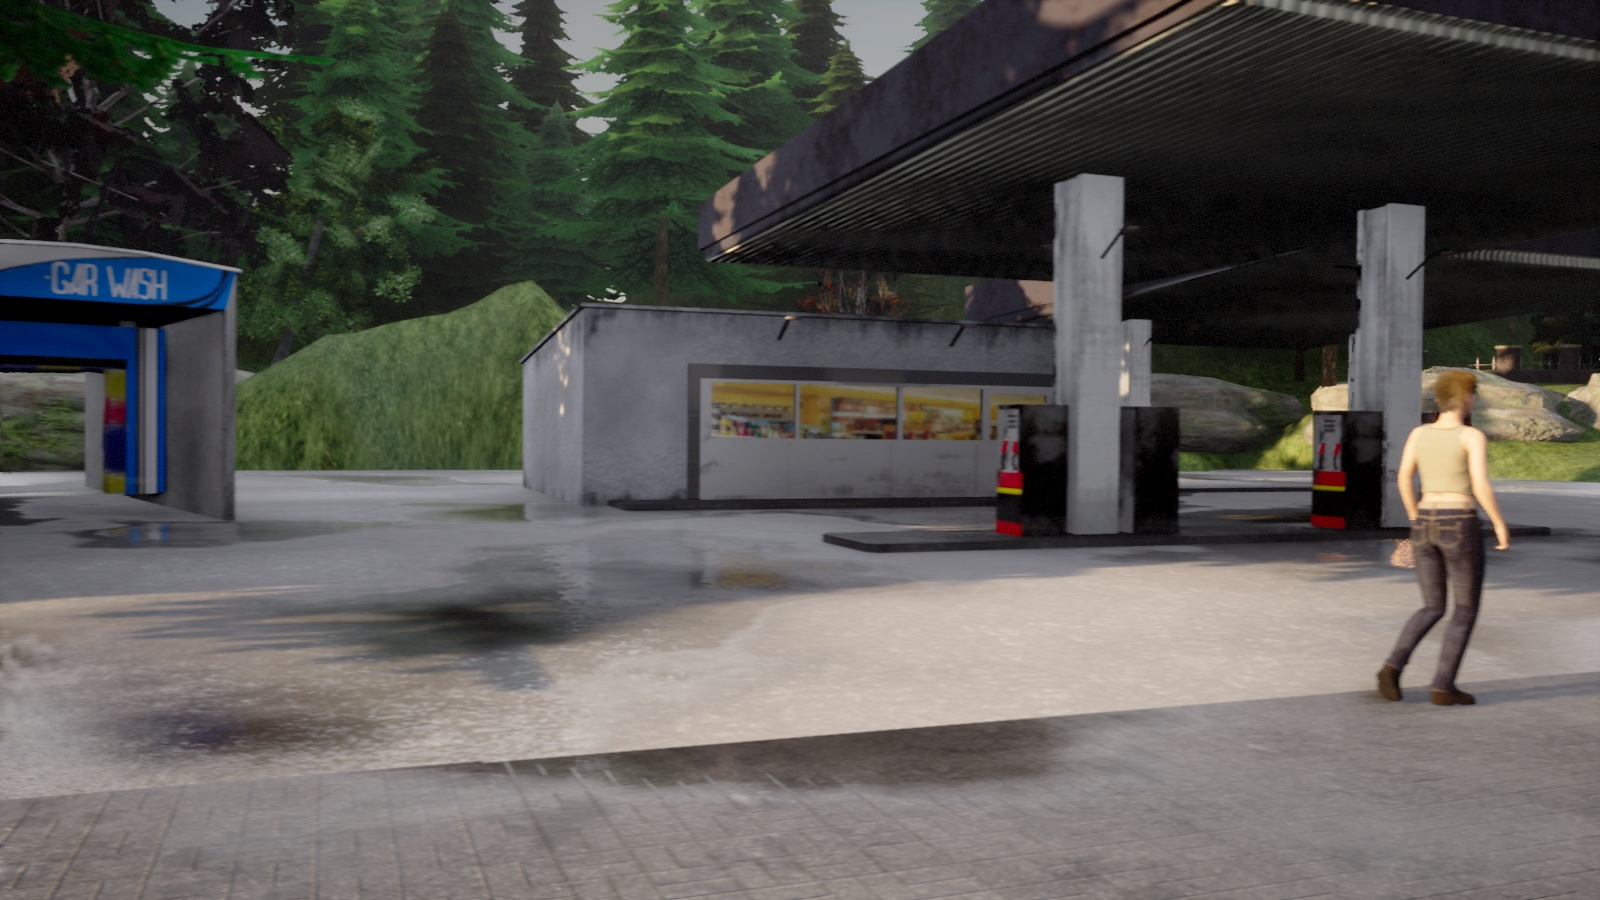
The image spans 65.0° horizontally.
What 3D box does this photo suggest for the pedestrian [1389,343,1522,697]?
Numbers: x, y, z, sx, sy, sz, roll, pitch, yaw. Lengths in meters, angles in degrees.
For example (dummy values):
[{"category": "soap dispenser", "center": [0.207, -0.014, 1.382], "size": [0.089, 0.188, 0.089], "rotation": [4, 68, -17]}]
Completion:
[{"category": "pedestrian", "center": [3.545, 0.359, 6.792], "size": [0.594, 1.836, 0.345], "rotation": [-1, 1, -25]}]
